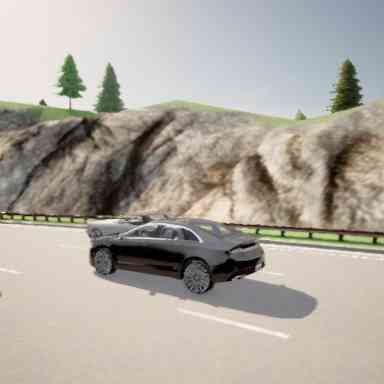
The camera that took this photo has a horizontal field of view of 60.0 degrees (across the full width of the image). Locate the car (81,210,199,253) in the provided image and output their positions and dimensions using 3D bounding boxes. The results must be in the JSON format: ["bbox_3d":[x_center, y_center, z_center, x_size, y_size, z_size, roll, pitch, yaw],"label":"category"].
[{"bbox_3d":[-2.212,1.496,13.790,4.718,1.301,1.895,0,1,31],"label":"car"}]

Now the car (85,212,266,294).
[{"bbox_3d":[-0.581,1.420,8.555,4.902,1.511,2.128,0,0,33],"label":"car"}]
